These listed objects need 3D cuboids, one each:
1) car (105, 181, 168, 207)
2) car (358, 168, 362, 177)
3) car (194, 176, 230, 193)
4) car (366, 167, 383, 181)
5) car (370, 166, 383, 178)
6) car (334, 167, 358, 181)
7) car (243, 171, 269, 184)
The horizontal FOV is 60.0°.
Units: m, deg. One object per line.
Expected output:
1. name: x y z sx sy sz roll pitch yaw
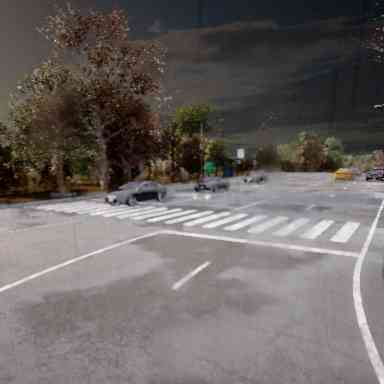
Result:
1. car: -3.585 0.034 22.016 2.128 1.511 4.902 2 6 32
2. car: 24.988 -3.085 51.381 2.033 1.411 5.357 2 6 32
3. car: 1.916 -0.767 30.788 1.994 1.385 4.181 2 6 31
4. car: 22.704 -2.036 41.084 1.895 1.301 4.718 2 6 32
5. car: 27.953 -3.019 49.523 2.128 1.511 4.902 2 6 32
6. car: 19.604 -2.259 42.720 1.882 1.535 5.008 2 6 33
7. car: 7.816 -1.811 40.151 2.128 1.511 4.902 2 7 32
